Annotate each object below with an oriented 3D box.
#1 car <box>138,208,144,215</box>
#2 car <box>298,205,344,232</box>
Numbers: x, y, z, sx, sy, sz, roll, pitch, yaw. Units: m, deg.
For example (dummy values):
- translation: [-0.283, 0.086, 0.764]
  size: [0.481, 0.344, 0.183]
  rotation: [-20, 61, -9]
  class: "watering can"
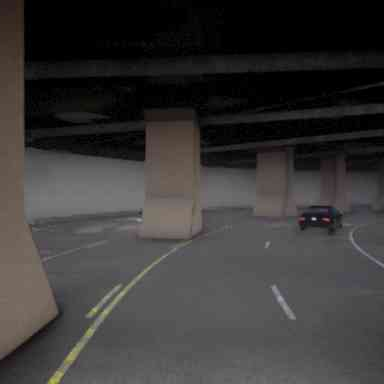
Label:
- translation: [-2.434, 1.496, 29.908]
  size: [2.033, 1.411, 5.357]
  rotation: [0, 0, 35]
  class: "car"
- translation: [7.946, 1.513, 20.223]
  size: [2.033, 1.411, 5.357]
  rotation: [0, 0, 32]
  class: "car"
